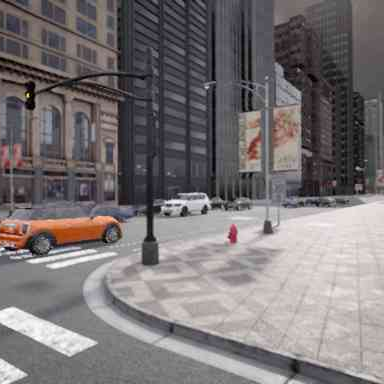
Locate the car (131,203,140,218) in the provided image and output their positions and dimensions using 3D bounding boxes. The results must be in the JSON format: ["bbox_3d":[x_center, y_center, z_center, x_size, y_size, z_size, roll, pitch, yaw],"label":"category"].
[{"bbox_3d":[-6.359,1.480,22.621,2.033,1.411,5.357,0,0,35],"label":"car"}]

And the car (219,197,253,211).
[{"bbox_3d":[5.524,1.387,39.347,1.837,1.490,4.892,0,0,35],"label":"car"}]

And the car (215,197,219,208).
[{"bbox_3d":[2.195,1.408,40.276,1.837,1.490,4.892,0,0,35],"label":"car"}]

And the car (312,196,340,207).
[{"bbox_3d":[18.777,1.323,46.470,1.837,1.490,4.892,0,0,35],"label":"car"}]

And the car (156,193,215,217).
[{"bbox_3d":[-0.466,1.128,30.929,2.150,2.045,5.566,0,0,35],"label":"car"}]

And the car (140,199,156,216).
[{"bbox_3d":[-3.825,1.433,31.806,1.837,1.490,4.892,0,0,35],"label":"car"}]

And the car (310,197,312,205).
[{"bbox_3d":[19.486,1.432,53.256,1.895,1.301,4.718,0,0,35],"label":"car"}]

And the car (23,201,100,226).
[{"bbox_3d":[-9.318,1.444,24.151,2.128,1.511,4.902,0,0,33],"label":"car"}]

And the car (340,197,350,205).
[{"bbox_3d":[24.617,1.409,54.704,1.895,1.301,4.718,0,0,35],"label":"car"}]

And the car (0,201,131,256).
[{"bbox_3d":[-4.929,1.265,13.059,2.097,1.767,4.553,0,0,35],"label":"car"}]

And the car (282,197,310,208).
[{"bbox_3d":[13.967,1.391,45.378,2.033,1.411,5.357,0,0,36],"label":"car"}]
